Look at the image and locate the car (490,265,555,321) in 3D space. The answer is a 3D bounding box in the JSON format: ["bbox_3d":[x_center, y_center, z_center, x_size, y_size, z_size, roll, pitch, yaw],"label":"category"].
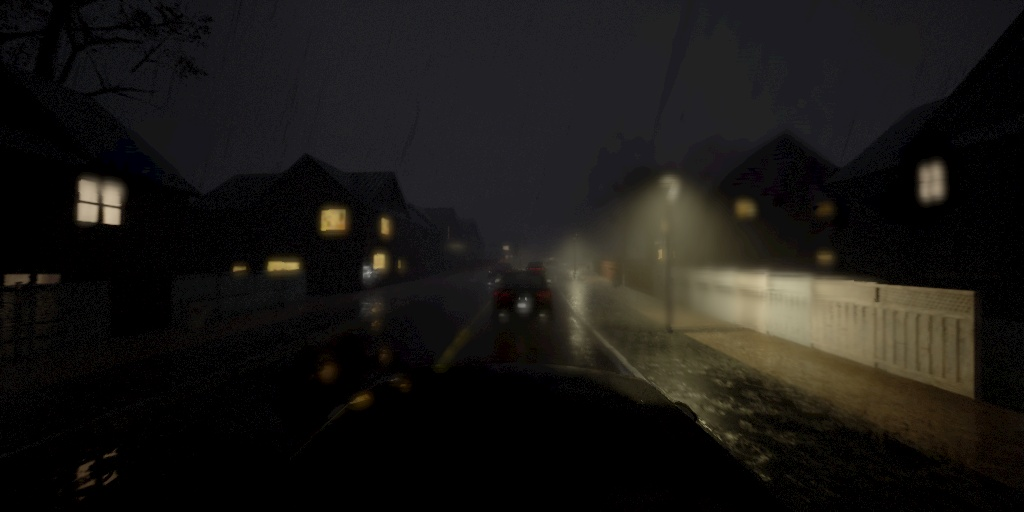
[{"bbox_3d":[0.462,1.280,12.698,1.882,1.535,5.008,0,0,3],"label":"car"}]

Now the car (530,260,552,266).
[{"bbox_3d":[2.433,1.367,33.327,1.837,1.490,4.892,0,0,8],"label":"car"}]

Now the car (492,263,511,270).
[{"bbox_3d":[-0.726,1.397,31.969,1.812,1.442,4.674,0,0,8],"label":"car"}]
